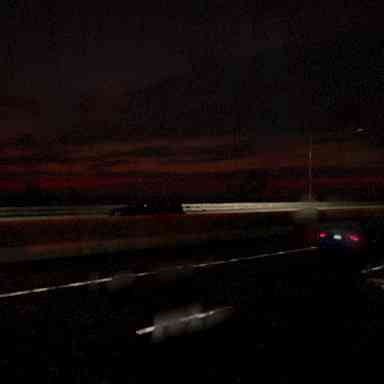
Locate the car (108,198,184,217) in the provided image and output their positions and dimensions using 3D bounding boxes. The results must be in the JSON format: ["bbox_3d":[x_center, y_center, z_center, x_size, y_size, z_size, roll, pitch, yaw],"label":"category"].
[{"bbox_3d":[-3.103,1.414,23.515,5.566,2.045,2.150,1,-1,-37],"label":"car"}]

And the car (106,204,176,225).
[{"bbox_3d":[-4.073,1.767,27.152,5.357,1.411,2.033,1,-1,-37],"label":"car"}]

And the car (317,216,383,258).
[{"bbox_3d":[7.287,1.710,13.543,5.357,1.411,2.033,1,-1,-37],"label":"car"}]
